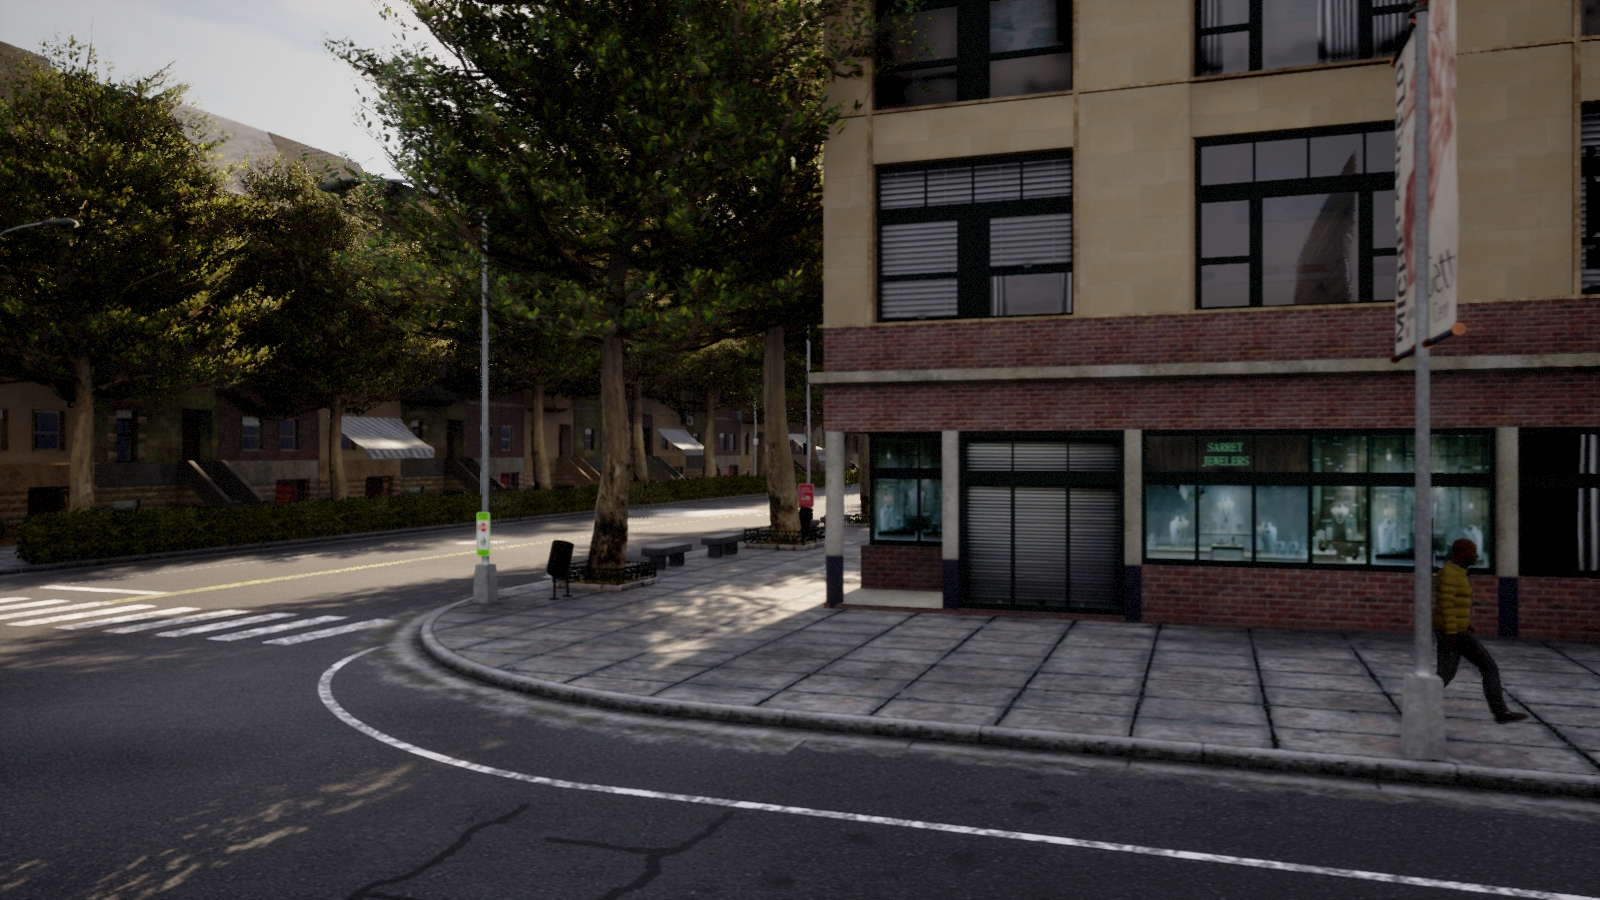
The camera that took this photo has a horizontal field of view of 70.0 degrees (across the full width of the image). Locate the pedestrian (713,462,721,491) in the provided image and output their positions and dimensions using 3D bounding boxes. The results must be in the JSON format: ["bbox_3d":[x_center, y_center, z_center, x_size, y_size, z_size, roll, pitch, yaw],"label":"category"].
[{"bbox_3d":[-5.433,1.736,74.586,0.375,1.860,0.375,0,0,19],"label":"pedestrian"}]

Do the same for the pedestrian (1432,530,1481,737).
[{"bbox_3d":[6.156,1.695,10.716,0.375,1.860,0.375,0,0,27],"label":"pedestrian"}]
